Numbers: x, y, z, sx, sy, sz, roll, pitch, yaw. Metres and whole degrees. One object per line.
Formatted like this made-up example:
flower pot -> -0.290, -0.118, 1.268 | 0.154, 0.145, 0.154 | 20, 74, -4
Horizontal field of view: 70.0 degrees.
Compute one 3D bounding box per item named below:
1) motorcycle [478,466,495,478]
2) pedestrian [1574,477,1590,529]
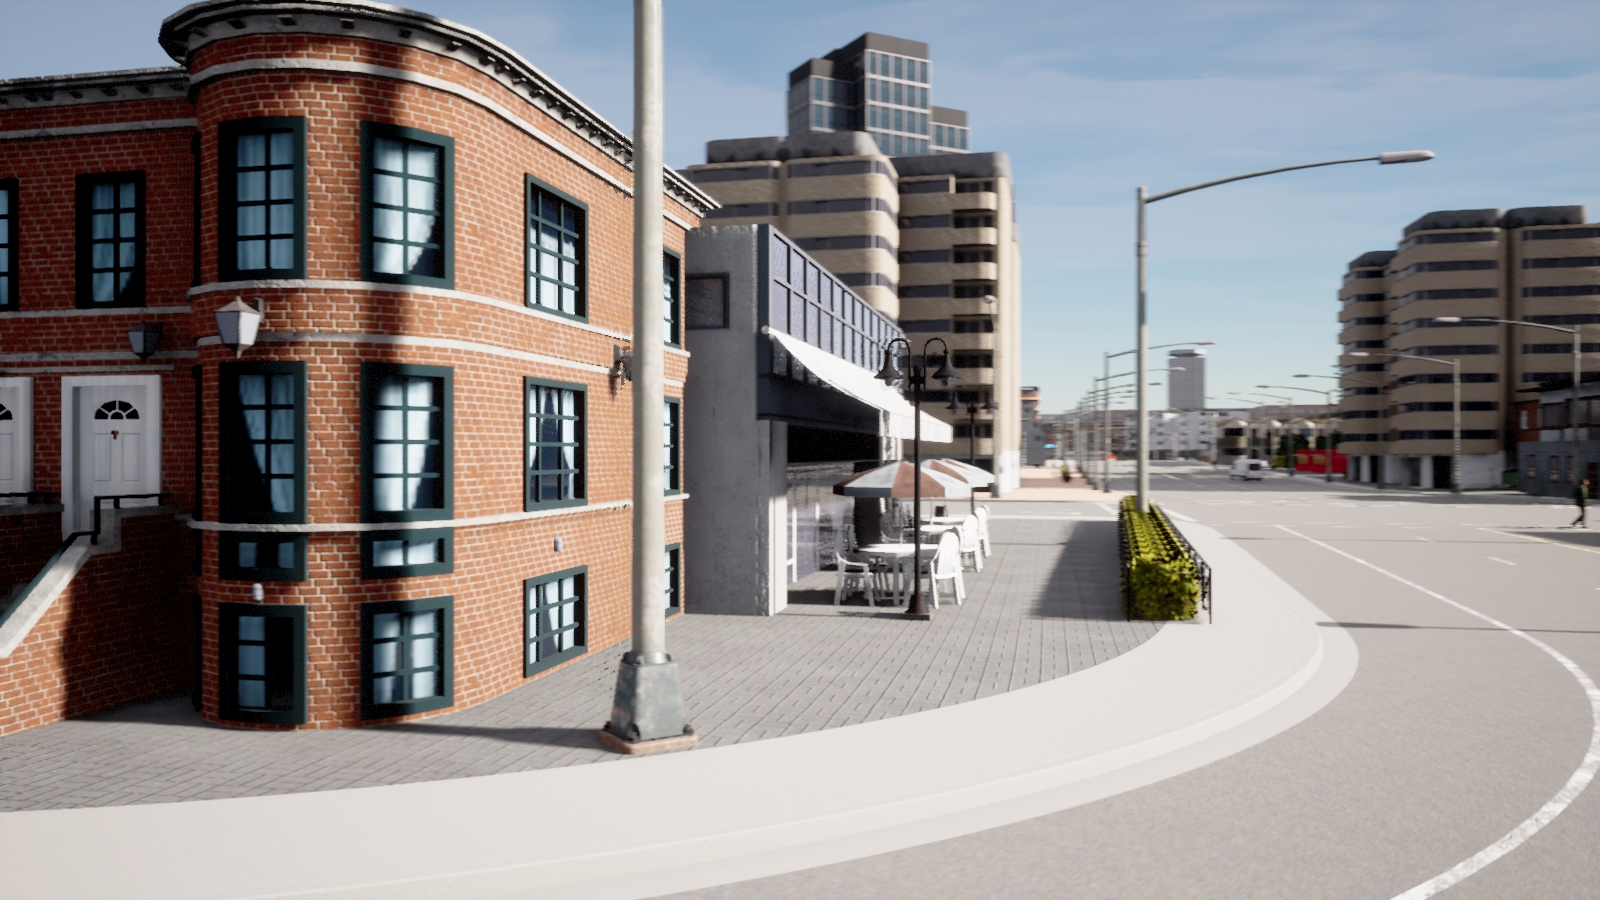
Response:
motorcycle -> -34.610, 2.416, 126.084 | 0.764, 1.277, 2.356 | 0, 0, 14
pedestrian -> 28.153, 1.907, 41.151 | 0.375, 1.860, 0.375 | 0, 0, 14
